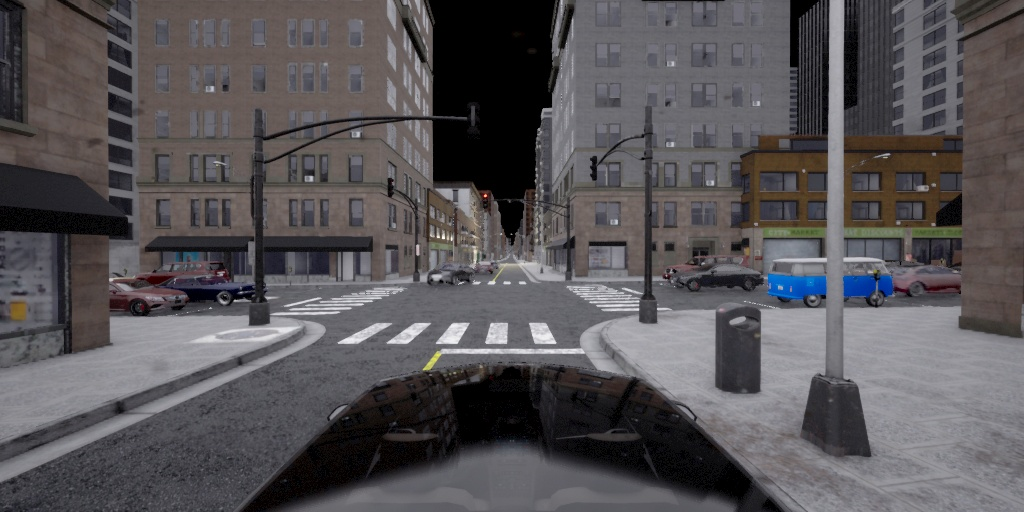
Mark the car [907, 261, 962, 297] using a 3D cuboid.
[{"bbox_3d":[18.875,1.080,16.411,4.181,1.385,1.994,-1,0,0],"label":"car"}]

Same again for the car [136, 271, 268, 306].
[{"bbox_3d":[-13.952,1.517,16.330,4.718,1.301,1.895,-1,0,0],"label":"car"}]

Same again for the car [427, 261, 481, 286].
[{"bbox_3d":[-4.209,1.244,25.228,2.128,1.511,4.902,0,0,15],"label":"car"}]

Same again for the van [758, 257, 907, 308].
[{"bbox_3d":[12.120,0.957,13.729,3.998,1.789,1.690,0,0,0],"label":"van"}]

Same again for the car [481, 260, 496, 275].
[{"bbox_3d":[-3.075,1.287,40.420,1.812,1.442,4.674,0,0,0],"label":"car"}]

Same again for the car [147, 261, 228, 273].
[{"bbox_3d":[-20.343,1.270,22.178,5.009,1.841,2.192,0,0,0],"label":"car"}]

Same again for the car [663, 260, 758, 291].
[{"bbox_3d":[11.103,1.114,19.603,4.674,1.442,1.812,-1,0,1],"label":"car"}]

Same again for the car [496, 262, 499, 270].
[{"bbox_3d":[-3.077,1.344,54.582,1.994,1.385,4.181,0,0,0],"label":"car"}]

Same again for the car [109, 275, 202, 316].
[{"bbox_3d":[-14.817,1.527,13.666,4.207,1.307,1.802,0,0,0],"label":"car"}]

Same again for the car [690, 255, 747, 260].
[{"bbox_3d":[12.098,0.872,22.254,5.009,1.841,2.192,0,0,0],"label":"car"}]

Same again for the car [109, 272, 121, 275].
[{"bbox_3d":[-26.017,1.551,22.165,4.829,1.417,1.751,0,0,0],"label":"car"}]
